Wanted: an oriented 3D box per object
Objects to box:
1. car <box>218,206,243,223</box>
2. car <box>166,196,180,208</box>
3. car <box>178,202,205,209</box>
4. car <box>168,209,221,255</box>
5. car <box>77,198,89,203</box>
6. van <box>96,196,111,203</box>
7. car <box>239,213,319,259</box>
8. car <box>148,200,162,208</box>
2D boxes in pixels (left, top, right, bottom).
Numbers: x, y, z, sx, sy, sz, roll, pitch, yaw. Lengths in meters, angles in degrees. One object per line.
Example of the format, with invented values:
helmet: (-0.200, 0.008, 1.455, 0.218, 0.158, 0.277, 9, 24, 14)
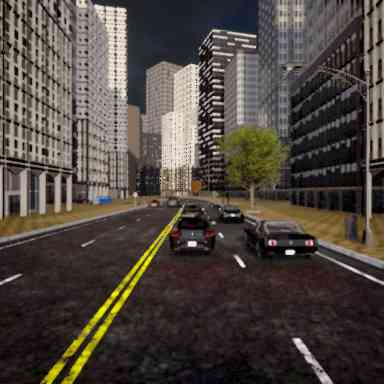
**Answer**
car: (3.281, 1.846, 28.562, 1.994, 1.385, 4.181, 0, 0, 0)
car: (-3.289, 1.770, 58.945, 2.150, 2.045, 5.566, 0, 0, 0)
car: (0.028, 1.788, 28.480, 1.837, 1.490, 4.892, 0, 0, 0)
car: (0.025, 1.665, 13.894, 1.812, 1.442, 4.674, 0, 0, 0)
car: (-28.160, 2.137, 84.396, 4.507, 1.381, 1.887, 0, 0, 1)
van: (-22.620, 1.959, 84.348, 3.998, 1.788, 1.690, 0, 0, 1)
car: (3.269, 1.734, 13.233, 1.895, 1.301, 4.718, 0, -1, 0)
car: (-6.533, 2.076, 59.232, 1.812, 1.442, 4.674, 0, 0, 1)
